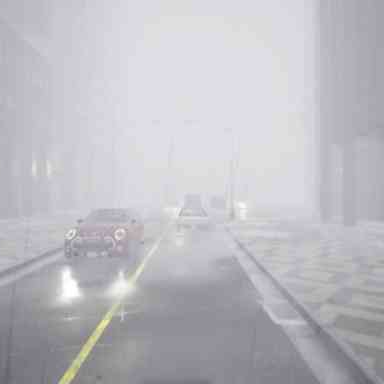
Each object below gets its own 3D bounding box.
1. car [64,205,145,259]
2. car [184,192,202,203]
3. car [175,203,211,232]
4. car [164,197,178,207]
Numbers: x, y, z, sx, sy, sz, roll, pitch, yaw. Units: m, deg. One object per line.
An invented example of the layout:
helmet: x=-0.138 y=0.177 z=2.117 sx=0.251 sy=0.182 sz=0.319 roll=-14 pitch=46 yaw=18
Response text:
car: x=-3.072 y=1.341 z=12.515 sx=2.097 sy=1.767 sz=4.553 roll=0 pitch=0 yaw=0
car: x=0.099 y=1.181 z=43.641 sx=2.150 sy=2.045 sz=5.566 roll=0 pitch=0 yaw=0
car: x=0.068 y=1.582 z=19.754 sx=1.895 sy=1.301 sz=4.718 roll=0 pitch=0 yaw=0
car: x=-3.059 y=1.448 z=49.454 sx=2.128 sy=1.511 sz=4.902 roll=0 pitch=0 yaw=0
